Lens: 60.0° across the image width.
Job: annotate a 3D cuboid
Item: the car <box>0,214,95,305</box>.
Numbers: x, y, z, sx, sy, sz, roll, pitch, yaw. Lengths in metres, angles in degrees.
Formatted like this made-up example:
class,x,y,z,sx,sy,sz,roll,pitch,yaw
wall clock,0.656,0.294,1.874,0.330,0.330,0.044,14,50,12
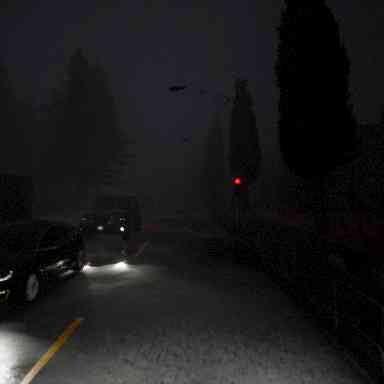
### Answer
class,x,y,z,sx,sy,sz,roll,pitch,yaw
car,-4.080,1.498,8.115,1.837,1.490,4.892,0,0,0

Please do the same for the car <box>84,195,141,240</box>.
class,x,y,z,sx,sy,sz,roll,pitch,yaw
car,-4.001,1.204,17.264,2.150,2.045,5.566,0,0,0
